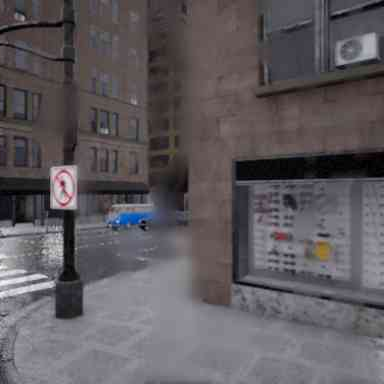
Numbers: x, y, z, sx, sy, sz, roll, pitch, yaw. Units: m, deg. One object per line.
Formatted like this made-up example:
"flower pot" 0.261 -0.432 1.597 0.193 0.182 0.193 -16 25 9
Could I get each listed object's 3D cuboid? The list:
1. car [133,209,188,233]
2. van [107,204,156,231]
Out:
"car" -1.593 2.044 23.204 1.895 1.301 4.718 0 -1 35
"van" -4.229 1.777 23.945 1.690 1.788 3.998 -1 -2 35
